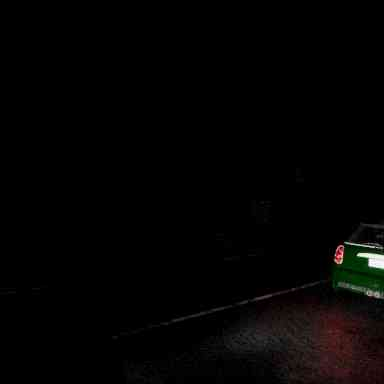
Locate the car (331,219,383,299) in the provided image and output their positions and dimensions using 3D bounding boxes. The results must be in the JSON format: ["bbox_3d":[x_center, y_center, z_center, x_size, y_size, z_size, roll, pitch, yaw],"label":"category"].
[{"bbox_3d":[5.177,1.352,7.425,4.553,1.767,2.097,0,0,-35],"label":"car"}]

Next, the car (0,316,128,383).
[{"bbox_3d":[-2.740,1.492,1.795,4.902,1.511,2.128,0,0,-36],"label":"car"}]
